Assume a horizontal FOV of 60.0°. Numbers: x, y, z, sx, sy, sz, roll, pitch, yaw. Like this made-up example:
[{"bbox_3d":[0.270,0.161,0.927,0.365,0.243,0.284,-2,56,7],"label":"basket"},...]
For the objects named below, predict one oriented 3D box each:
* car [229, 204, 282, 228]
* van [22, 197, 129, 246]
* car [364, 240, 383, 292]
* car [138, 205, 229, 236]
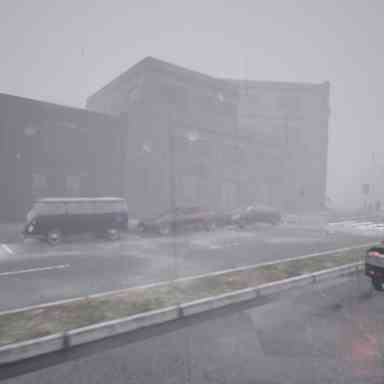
[{"bbox_3d":[3.840,1.477,21.470,4.674,1.452,2.002,0,-2,-36],"label":"car"},{"bbox_3d":[-5.176,1.227,14.982,4.442,1.987,1.878,0,0,-36],"label":"van"},{"bbox_3d":[5.876,1.477,7.632,4.902,1.511,2.128,0,0,-36],"label":"car"},{"bbox_3d":[-0.616,1.474,18.253,4.792,1.488,2.163,0,0,-36],"label":"car"}]
